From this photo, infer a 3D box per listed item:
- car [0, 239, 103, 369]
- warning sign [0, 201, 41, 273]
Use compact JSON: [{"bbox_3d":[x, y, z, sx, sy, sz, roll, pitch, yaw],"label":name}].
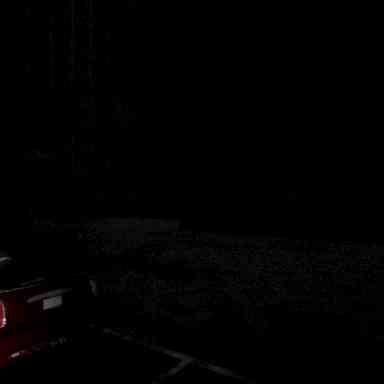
[{"bbox_3d":[-3.414,1.500,5.515,4.097,1.590,1.967,-1,0,35],"label":"car"},{"bbox_3d":[-5.228,1.214,9.520,1.060,1.860,1.300,-1,0,35],"label":"warning sign"}]
